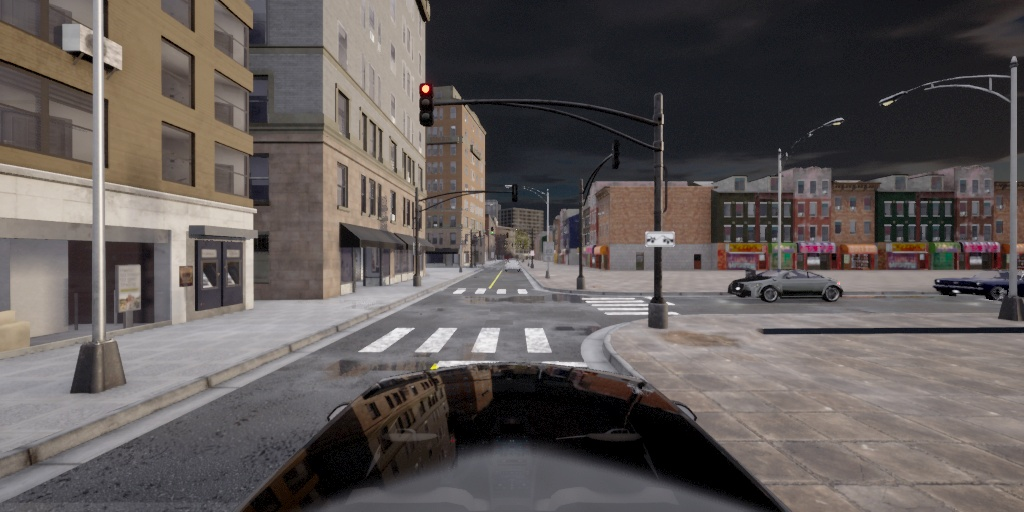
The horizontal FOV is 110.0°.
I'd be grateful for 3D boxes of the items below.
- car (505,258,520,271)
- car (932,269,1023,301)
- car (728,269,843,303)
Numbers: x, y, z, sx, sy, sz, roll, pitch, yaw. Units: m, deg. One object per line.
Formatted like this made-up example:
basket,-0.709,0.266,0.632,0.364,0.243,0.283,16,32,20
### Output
car,0.083,1.288,48.175,1.812,1.442,4.674,0,0,0
car,22.021,1.261,16.016,4.718,1.301,1.895,0,0,0
car,12.041,1.261,15.962,4.181,1.385,1.994,0,0,0
